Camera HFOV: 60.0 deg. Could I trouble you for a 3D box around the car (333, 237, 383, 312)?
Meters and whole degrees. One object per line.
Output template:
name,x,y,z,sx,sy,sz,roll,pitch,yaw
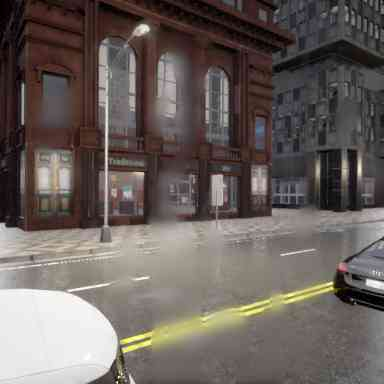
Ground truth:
car,4.817,1.562,6.893,4.181,1.385,1.994,0,0,-35

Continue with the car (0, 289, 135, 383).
car,-2.920,1.221,1.352,5.566,2.045,2.150,0,0,-36
